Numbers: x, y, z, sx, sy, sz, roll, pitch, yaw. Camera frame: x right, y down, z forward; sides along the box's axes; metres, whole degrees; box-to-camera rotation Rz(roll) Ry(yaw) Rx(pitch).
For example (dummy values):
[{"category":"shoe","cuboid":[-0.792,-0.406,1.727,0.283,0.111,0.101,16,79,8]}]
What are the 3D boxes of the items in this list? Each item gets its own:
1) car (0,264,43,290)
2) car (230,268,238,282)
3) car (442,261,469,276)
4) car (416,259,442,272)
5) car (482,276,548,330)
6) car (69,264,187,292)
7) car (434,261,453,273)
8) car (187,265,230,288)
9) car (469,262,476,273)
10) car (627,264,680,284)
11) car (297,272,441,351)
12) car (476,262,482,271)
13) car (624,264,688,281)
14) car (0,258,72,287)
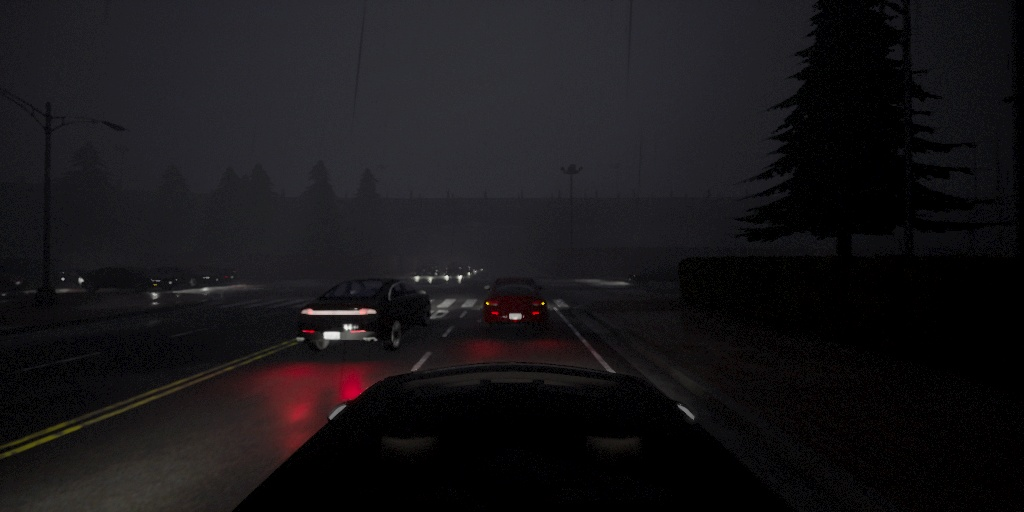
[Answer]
[{"category":"car","cuboid":[-32.592,1.386,21.756,4.902,1.511,2.128,0,-1,-3]},{"category":"car","cuboid":[-25.001,1.471,29.018,4.892,1.490,1.837,0,-1,2]},{"category":"car","cuboid":[-7.095,1.537,45.537,2.097,1.767,4.553,0,-1,0]},{"category":"car","cuboid":[-10.593,1.410,45.878,2.150,2.045,5.566,0,-1,0]},{"category":"car","cuboid":[0.088,1.371,11.379,1.812,1.442,4.674,0,0,0]},{"category":"car","cuboid":[-23.343,1.401,21.940,4.892,1.490,1.837,0,-1,0]},{"category":"car","cuboid":[-10.592,1.636,55.538,2.097,1.767,4.553,0,-1,0]},{"category":"car","cuboid":[-23.367,1.435,25.434,4.892,1.490,1.837,0,-1,-1]},{"category":"car","cuboid":[-7.113,1.625,54.399,2.097,1.767,4.553,0,-1,-2]},{"category":"car","cuboid":[12.263,1.515,29.233,5.357,1.411,2.033,0,-1,0]},{"category":"car","cuboid":[-3.400,1.316,9.198,2.128,1.511,4.902,0,-1,0]},{"category":"car","cuboid":[-7.049,1.937,64.461,1.994,1.385,4.181,0,-1,1]},{"category":"car","cuboid":[13.064,1.494,32.759,4.902,1.511,2.128,0,-1,0]},{"category":"car","cuboid":[-33.210,1.151,25.269,5.566,2.045,2.150,0,-1,-3]}]
